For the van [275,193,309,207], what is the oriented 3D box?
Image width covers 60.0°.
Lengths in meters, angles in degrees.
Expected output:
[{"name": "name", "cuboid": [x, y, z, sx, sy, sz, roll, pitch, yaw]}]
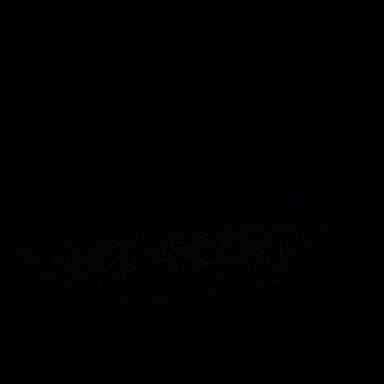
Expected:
[{"name": "van", "cuboid": [12.846, 1.017, 41.468, 1.690, 1.788, 3.998, -3, 1, -35]}]

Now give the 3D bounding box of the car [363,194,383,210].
[{"name": "car", "cuboid": [19.433, 1.145, 32.210, 1.802, 1.307, 4.206, -3, 1, -35]}]

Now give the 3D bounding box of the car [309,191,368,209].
[{"name": "car", "cuboid": [16.134, 0.935, 36.837, 2.192, 1.841, 5.009, -3, 1, -35]}]

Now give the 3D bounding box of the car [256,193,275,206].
[{"name": "car", "cuboid": [9.557, 1.045, 46.098, 2.192, 1.841, 5.009, -3, 1, -35]}]

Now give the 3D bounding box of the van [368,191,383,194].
[{"name": "van", "cuboid": [23.077, 0.730, 41.781, 1.690, 1.788, 3.998, -3, 1, -35]}]

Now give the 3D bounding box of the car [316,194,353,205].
[{"name": "car", "cuboid": [19.797, 1.010, 46.414, 1.947, 1.339, 4.313, -3, 1, -35]}]

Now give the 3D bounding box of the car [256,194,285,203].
[{"name": "car", "cuboid": [13.120, 1.077, 55.813, 1.752, 1.417, 4.829, -3, 1, -35]}]
